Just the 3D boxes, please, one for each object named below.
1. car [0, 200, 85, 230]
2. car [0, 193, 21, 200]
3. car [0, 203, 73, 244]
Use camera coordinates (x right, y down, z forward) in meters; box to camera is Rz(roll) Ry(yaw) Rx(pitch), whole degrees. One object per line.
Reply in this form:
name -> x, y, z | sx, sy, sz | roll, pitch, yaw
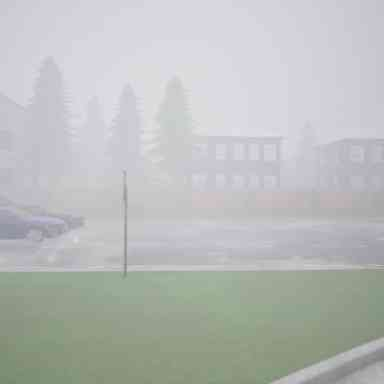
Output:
car -> -8.440, 1.386, 18.131 | 5.008, 1.535, 1.882 | 0, 0, -3
car -> -12.325, 1.100, 21.414 | 5.566, 2.045, 2.150 | 0, 0, -4
car -> -8.199, 1.394, 14.640 | 5.008, 1.535, 1.882 | 0, 0, -3
